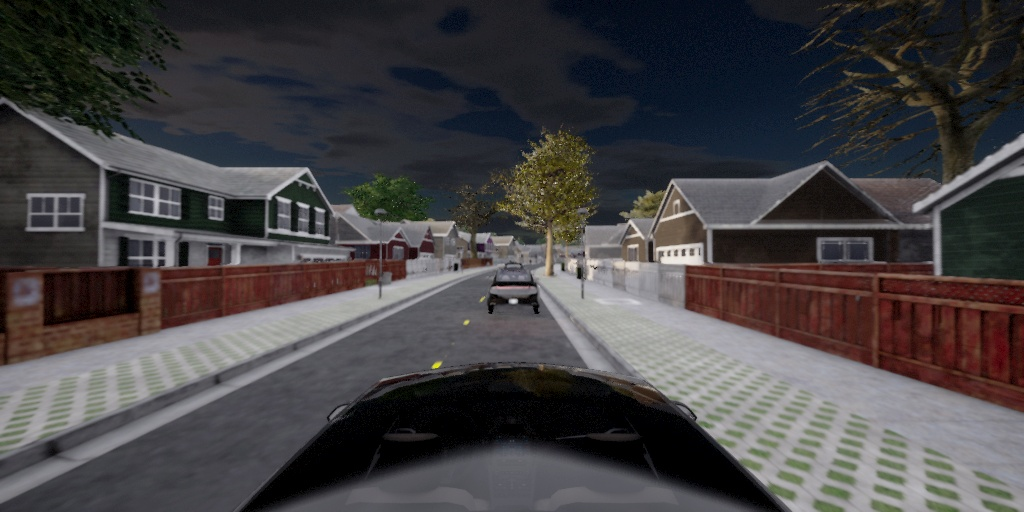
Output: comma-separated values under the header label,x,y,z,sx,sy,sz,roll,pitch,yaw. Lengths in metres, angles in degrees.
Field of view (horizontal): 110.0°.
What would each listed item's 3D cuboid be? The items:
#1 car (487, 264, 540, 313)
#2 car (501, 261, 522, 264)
label,x,y,z,sx,sy,sz,roll,pitch,yaw
car,0.063,1.255,14.034,2.128,1.511,4.902,0,0,0
car,0.190,1.287,29.255,1.837,1.490,4.892,0,0,2
